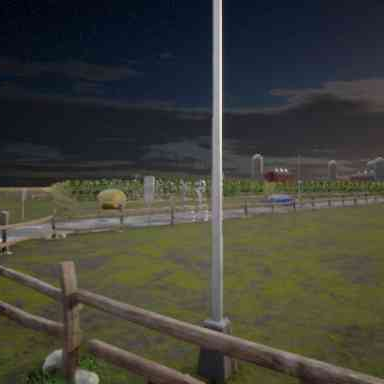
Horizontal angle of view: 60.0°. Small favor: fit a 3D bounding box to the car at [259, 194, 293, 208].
[{"bbox_3d":[9.745,0.997,38.495,5.008,1.535,1.882,-1,1,-44],"label":"car"}]
